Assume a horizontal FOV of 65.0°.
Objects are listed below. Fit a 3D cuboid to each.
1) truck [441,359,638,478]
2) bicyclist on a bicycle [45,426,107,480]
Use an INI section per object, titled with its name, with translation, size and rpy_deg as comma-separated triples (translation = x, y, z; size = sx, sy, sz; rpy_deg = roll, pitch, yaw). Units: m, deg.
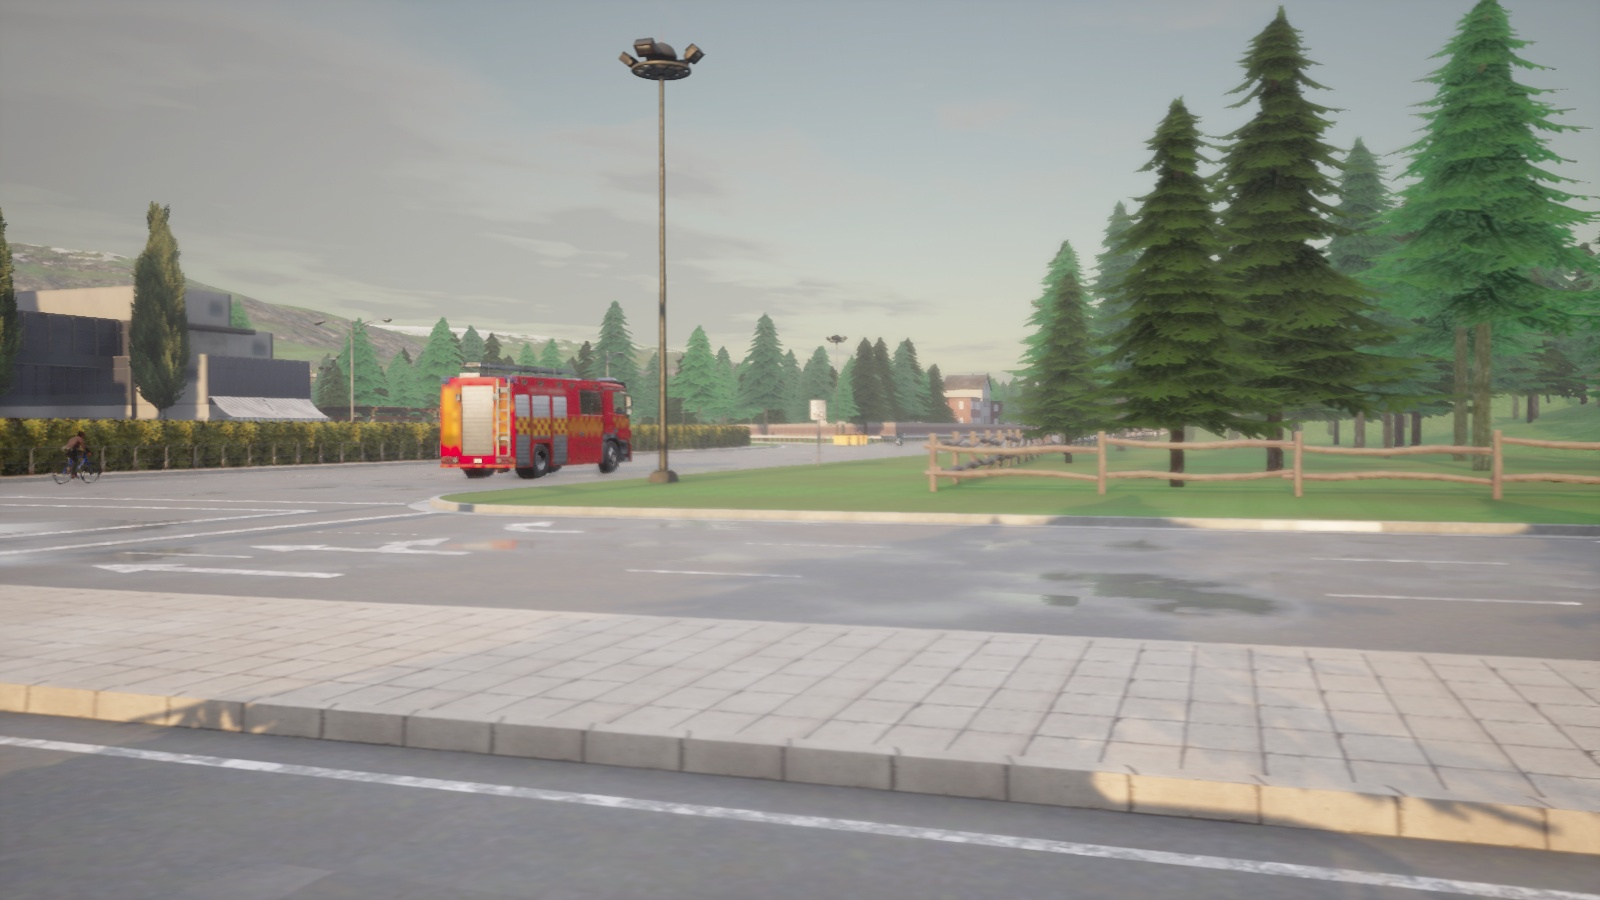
[truck]
translation = -9.017, -1.086, 44.727
size = 2.891, 3.827, 8.468
rpy_deg = 1, 1, 19
[bicyclist on a bicycle]
translation = -22.304, 0.079, 38.703
size = 0.582, 1.620, 1.656
rpy_deg = 1, 0, 20
